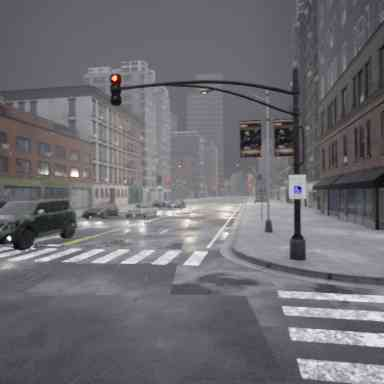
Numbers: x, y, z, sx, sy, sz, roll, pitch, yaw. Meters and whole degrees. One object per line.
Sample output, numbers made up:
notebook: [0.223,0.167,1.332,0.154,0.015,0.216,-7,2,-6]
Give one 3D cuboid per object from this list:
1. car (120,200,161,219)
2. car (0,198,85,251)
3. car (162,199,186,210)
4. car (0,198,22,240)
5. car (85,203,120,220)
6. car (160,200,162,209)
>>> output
car: [-4.658,1.748,31.007,1.895,1.301,4.718,-1,0,10]
car: [-7.404,1.338,15.276,2.150,2.045,5.566,-1,0,10]
car: [-2.088,1.680,45.601,2.128,1.511,4.902,-1,0,10]
car: [-10.774,1.374,15.382,2.150,2.045,5.566,-1,0,11]
car: [-8.054,1.728,30.451,2.033,1.411,5.357,-1,0,10]
car: [-4.860,1.836,48.541,1.895,1.301,4.718,-1,0,10]
